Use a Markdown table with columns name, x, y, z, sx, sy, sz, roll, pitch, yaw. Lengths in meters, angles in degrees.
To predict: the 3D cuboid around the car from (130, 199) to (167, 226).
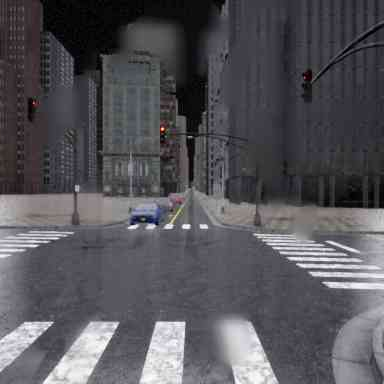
| name | x | y | z | sx | sy | sz | roll | pitch | yaw |
| --- | --- | --- | --- | --- | --- | --- | --- | --- | --- |
| car | -3.097 | 1.476 | 23.504 | 1.882 | 1.535 | 5.008 | 0 | 0 | 0 |

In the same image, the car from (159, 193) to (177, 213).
| name | x | y | z | sx | sy | sz | roll | pitch | yaw |
| --- | --- | --- | --- | --- | --- | --- | --- | --- | --- |
| car | -3.096 | 1.351 | 37.690 | 2.097 | 1.767 | 4.553 | 0 | 0 | 0 |

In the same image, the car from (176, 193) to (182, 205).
| name | x | y | z | sx | sy | sz | roll | pitch | yaw |
| --- | --- | --- | --- | --- | --- | --- | --- | --- | --- |
| car | -3.027 | 1.222 | 60.375 | 2.150 | 2.045 | 5.566 | 0 | 0 | 0 |
